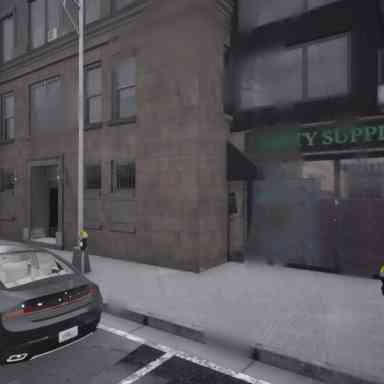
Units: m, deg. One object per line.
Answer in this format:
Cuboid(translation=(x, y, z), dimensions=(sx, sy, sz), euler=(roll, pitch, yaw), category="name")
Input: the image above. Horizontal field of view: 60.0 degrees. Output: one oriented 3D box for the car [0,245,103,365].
Cuboid(translation=(-3.330, 1.550, 5.452), dimensions=(4.403, 1.369, 2.008), euler=(0, 0, 35), category="car")
